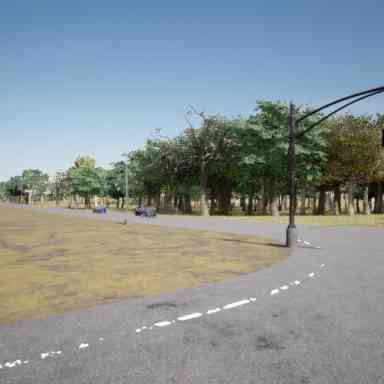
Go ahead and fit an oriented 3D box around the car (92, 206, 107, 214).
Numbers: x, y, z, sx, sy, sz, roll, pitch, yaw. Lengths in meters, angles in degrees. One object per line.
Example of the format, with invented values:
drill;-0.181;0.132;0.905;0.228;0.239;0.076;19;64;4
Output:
car;-18.732;3.624;67.205;1.812;1.442;4.674;1;-2;-33

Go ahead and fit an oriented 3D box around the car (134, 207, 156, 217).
car;-7.005;2.956;49.306;2.128;1.511;4.902;1;-2;-33
